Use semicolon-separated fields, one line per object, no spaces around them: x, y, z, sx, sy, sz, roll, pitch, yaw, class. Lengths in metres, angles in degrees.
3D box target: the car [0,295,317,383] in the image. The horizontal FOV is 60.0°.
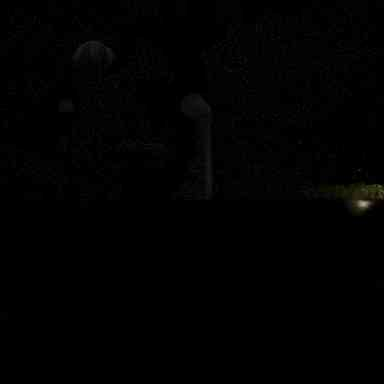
-1.471;1.548;2.022;5.357;1.411;2.033;0;0;-35;car
